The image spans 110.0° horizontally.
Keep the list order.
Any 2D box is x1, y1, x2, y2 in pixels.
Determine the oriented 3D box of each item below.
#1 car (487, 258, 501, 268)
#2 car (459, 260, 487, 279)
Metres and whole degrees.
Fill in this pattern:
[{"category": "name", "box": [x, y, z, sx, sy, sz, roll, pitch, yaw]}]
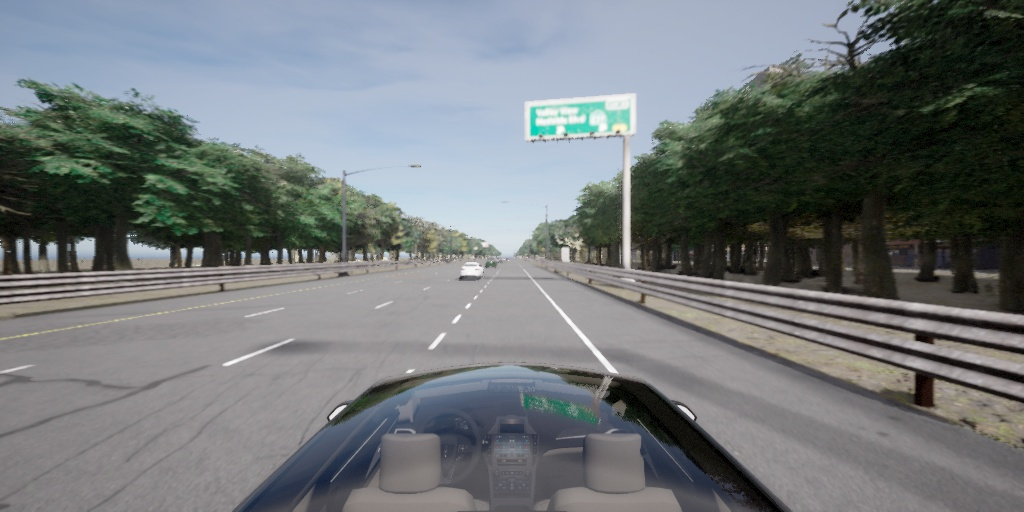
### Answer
[{"category": "car", "box": [-3.482, 1.116, 62.187, 2.097, 1.767, 4.553, 0, 0, 0]}, {"category": "car", "box": [-3.496, 1.281, 31.858, 1.812, 1.442, 4.674, 0, 0, 0]}]
